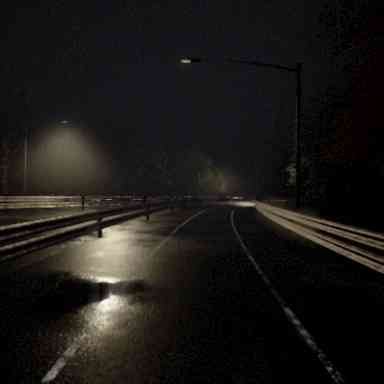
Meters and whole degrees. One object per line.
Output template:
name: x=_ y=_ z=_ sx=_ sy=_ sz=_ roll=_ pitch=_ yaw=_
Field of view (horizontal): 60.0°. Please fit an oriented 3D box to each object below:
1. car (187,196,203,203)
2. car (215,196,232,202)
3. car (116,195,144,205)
car: x=0.570 y=1.545 z=65.813 sx=1.994 sy=1.385 sz=4.181 roll=2 pitch=-1 yaw=25
car: x=7.523 y=1.723 z=81.179 sx=1.837 sy=1.490 sz=4.892 roll=0 pitch=-1 yaw=24
car: x=-9.288 y=1.183 z=52.737 sx=1.882 sy=1.535 sz=5.008 roll=0 pitch=-1 yaw=25
